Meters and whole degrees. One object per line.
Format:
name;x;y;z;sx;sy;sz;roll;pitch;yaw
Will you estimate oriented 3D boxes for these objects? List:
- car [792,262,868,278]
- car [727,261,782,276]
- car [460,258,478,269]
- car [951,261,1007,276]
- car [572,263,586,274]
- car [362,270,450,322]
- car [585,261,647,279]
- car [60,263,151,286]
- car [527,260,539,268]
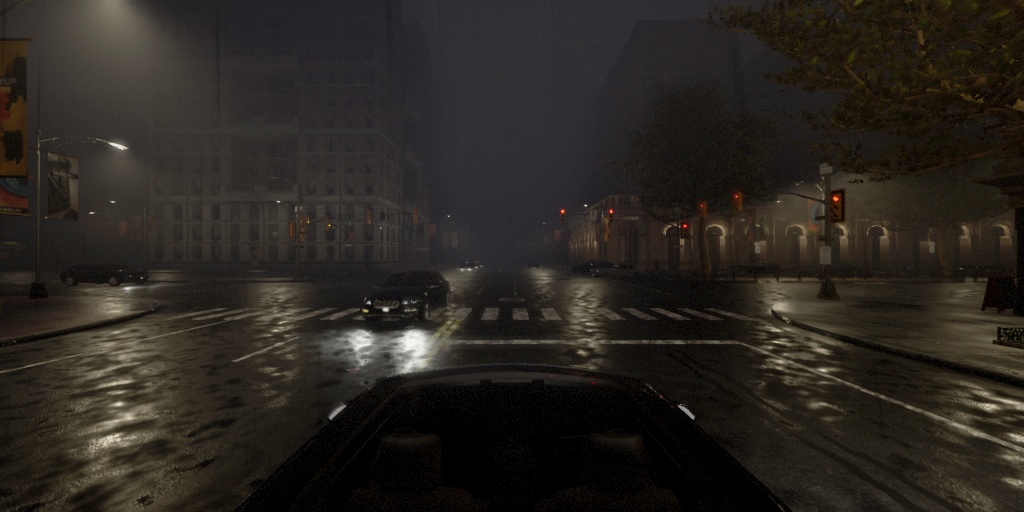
car;28.843;1.297;32.403;5.357;1.411;2.033;0;0;0
car;24.188;1.241;35.922;4.902;1.511;2.128;0;0;0
car;-7.152;1.314;58.088;1.994;1.385;4.181;0;0;0
car;46.027;1.241;35.813;4.902;1.511;2.128;0;0;0
car;8.796;1.241;38.347;4.902;1.511;2.128;0;0;31
car;-3.434;1.255;12.478;1.837;1.490;4.892;-1;0;3
car;9.284;1.351;31.727;4.718;1.301;1.895;0;0;-11
car;-27.649;1.255;24.442;4.892;1.490;1.837;0;0;0
car;3.502;1.297;60.854;2.033;1.411;5.357;0;0;0
